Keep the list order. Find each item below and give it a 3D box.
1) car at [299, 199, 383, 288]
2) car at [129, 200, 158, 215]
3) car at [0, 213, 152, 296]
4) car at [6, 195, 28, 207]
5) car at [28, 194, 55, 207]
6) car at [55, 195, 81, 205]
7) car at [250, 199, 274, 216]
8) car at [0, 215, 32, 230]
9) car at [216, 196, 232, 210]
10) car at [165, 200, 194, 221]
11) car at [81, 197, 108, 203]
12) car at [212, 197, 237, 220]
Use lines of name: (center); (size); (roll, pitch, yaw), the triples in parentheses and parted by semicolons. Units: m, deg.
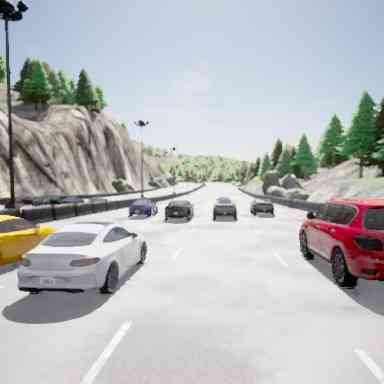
car: (4.603, 1.189, 9.165); (2.150, 2.045, 5.566); (0, 0, 5)
car: (-4.194, 1.393, 28.943); (1.812, 1.442, 4.674); (0, 0, 5)
car: (-2.485, 1.484, 8.491); (1.812, 1.442, 4.674); (0, 0, 5)
car: (-23.874, 1.267, 46.574); (1.837, 1.490, 4.892); (0, 0, 5)
car: (-20.344, 1.116, 46.731); (2.097, 1.767, 4.553); (0, 0, 5)
car: (-16.843, 1.336, 46.581); (1.994, 1.385, 4.181); (0, 0, 6)
car: (6.567, 1.364, 31.436); (2.128, 1.511, 4.902); (0, 0, 5)
car: (-5.869, 1.425, 9.960); (1.882, 1.535, 5.008); (0, 0, 5)
car: (3.920, 1.304, 41.258); (1.882, 1.535, 5.008); (0, 0, 5)
car: (-0.920, 1.361, 26.226); (1.882, 1.535, 5.008); (0, 0, 5)
car: (-13.321, 1.341, 46.645); (1.994, 1.385, 4.181); (0, 0, 6)
car: (2.679, 1.378, 27.198); (2.128, 1.511, 4.902); (0, 0, 5)
